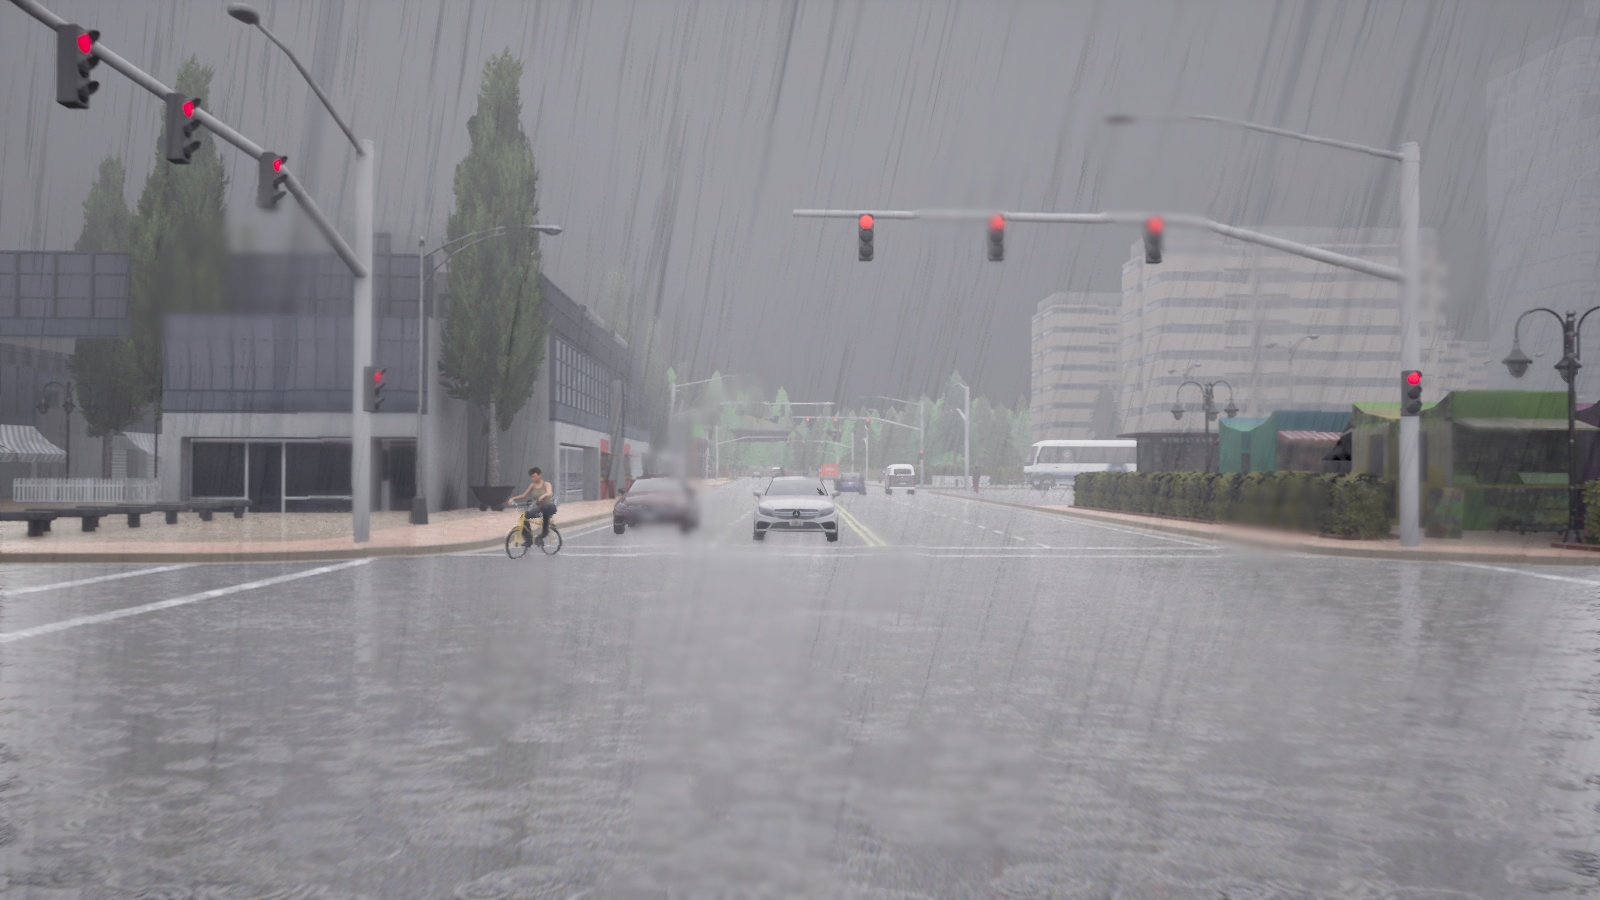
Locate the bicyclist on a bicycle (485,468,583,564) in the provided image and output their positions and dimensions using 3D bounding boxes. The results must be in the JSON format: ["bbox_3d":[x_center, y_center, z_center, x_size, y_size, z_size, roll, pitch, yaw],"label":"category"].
[{"bbox_3d":[-4.668,1.140,22.130,0.866,1.612,1.509,-4,-2,27],"label":"bicyclist on a bicycle"}]

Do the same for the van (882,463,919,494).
[{"bbox_3d":[6.745,1.931,84.844,2.069,2.038,4.480,0,-1,-1],"label":"van"}]

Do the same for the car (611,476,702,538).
[{"bbox_3d":[-3.578,1.391,32.052,1.812,1.442,4.674,0,-1,0],"label":"car"}]

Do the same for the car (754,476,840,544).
[{"bbox_3d":[-0.071,1.328,29.133,1.812,1.442,4.674,0,-1,0],"label":"car"}]

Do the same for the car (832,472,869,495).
[{"bbox_3d":[3.280,2.177,82.165,2.163,1.488,4.792,0,-1,-1],"label":"car"}]
